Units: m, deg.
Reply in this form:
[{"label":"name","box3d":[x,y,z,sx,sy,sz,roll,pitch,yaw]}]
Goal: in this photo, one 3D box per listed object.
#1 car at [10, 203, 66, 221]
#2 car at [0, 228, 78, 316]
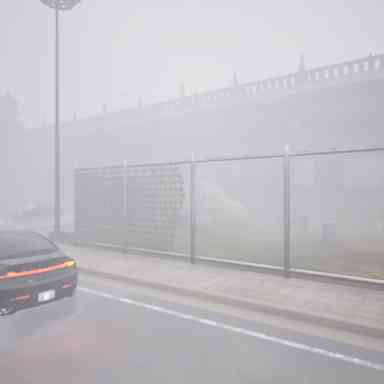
[{"label":"car","box3d":[-13.445,1.679,29.208,1.812,1.442,4.674,0,0,35]},{"label":"car","box3d":[-4.445,1.532,7.104,4.892,1.490,1.837,0,0,36]}]
